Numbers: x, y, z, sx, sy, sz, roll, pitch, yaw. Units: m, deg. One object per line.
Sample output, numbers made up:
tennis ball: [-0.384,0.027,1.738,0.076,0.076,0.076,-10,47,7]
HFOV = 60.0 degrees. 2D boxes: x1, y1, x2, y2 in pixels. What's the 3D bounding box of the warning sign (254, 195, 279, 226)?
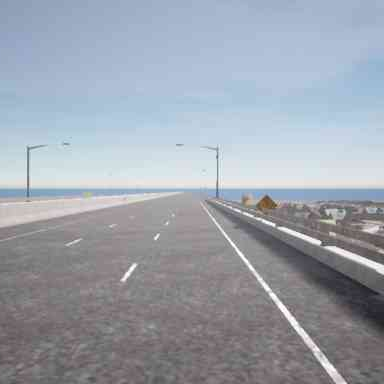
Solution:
warning sign: [4.559,1.107,20.390,1.300,1.860,1.060,1,1,0]
